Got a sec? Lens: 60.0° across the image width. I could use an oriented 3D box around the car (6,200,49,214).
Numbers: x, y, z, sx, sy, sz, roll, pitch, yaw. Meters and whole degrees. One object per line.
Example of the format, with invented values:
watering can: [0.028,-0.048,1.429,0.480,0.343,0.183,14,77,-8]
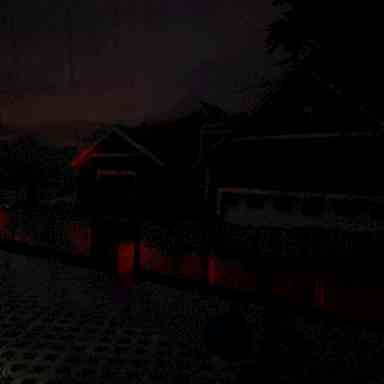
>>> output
car: [-13.538,1.323,27.761,1.994,1.385,4.181,3,1,3]
